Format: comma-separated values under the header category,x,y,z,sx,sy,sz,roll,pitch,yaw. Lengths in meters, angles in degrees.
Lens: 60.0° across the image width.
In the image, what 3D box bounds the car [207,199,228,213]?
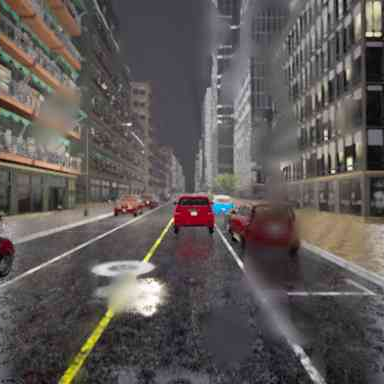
category,x,y,z,sx,sy,sz,roll,pitch,yaw
car,2.688,1.452,35.918,1.947,1.339,4.313,1,0,0

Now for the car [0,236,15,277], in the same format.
category,x,y,z,sx,sy,sz,roll,pitch,yaw
car,-5.674,1.560,7.546,1.802,1.307,4.206,1,0,0

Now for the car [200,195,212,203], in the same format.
category,x,y,z,sx,sy,sz,roll,pitch,yaw
car,2.684,1.346,64.408,1.947,1.339,4.313,1,0,0

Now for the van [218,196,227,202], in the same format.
category,x,y,z,sx,sy,sz,roll,pitch,yaw
van,2.725,1.247,30.220,1.690,1.788,3.998,1,0,0

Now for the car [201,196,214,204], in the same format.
category,x,y,z,sx,sy,sz,roll,pitch,yaw
car,2.683,1.369,58.709,1.947,1.339,4.313,1,0,0

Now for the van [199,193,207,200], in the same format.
category,x,y,z,sx,sy,sz,roll,pitch,yaw
van,2.691,1.053,81.500,1.690,1.788,3.998,1,0,0

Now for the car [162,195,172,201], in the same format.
category,x,y,z,sx,sy,sz,roll,pitch,yaw
car,-5.662,1.300,75.930,1.947,1.339,4.313,1,0,0

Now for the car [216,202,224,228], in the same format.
category,x,y,z,sx,sy,sz,roll,pitch,yaw
car,2.709,1.493,18.824,2.008,1.369,4.403,1,0,0

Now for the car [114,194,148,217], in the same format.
category,x,y,z,sx,sy,sz,roll,pitch,yaw
car,-5.664,1.220,30.343,2.192,1.841,5.009,1,0,0

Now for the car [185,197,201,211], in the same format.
category,x,y,z,sx,sy,sz,roll,pitch,yaw
car,0.107,1.375,40.164,1.837,1.490,4.892,0,0,0

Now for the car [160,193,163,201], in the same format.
category,x,y,z,sx,sy,sz,roll,pitch,yaw
car,-5.664,1.286,47.439,1.967,1.590,4.097,1,0,0

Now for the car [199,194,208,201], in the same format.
category,x,y,z,sx,sy,sz,roll,pitch,yaw
car,2.686,1.279,75.803,1.887,1.381,4.507,1,0,0

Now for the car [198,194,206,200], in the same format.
category,x,y,z,sx,sy,sz,roll,pitch,yaw
car,2.687,1.254,87.198,1.947,1.339,4.313,1,0,0

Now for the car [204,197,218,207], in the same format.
category,x,y,z,sx,sy,sz,roll,pitch,yaw
car,2.681,1.428,47.313,1.802,1.307,4.206,1,0,0

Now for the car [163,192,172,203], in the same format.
category,x,y,z,sx,sy,sz,roll,pitch,yaw
car,-5.658,1.095,64.533,2.192,1.841,5.009,1,0,0

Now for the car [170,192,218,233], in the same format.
category,x,y,z,sx,sy,sz,roll,pitch,yaw
car,0.103,1.163,19.386,2.150,2.045,5.566,0,0,0

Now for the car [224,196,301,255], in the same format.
category,x,y,z,sx,sy,sz,roll,pitch,yaw
car,2.713,1.276,13.126,2.192,1.841,5.009,1,0,0

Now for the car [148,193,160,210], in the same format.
category,x,y,z,sx,sy,sz,roll,pitch,yaw
car,-5.662,1.181,41.738,2.192,1.841,5.009,1,0,0
